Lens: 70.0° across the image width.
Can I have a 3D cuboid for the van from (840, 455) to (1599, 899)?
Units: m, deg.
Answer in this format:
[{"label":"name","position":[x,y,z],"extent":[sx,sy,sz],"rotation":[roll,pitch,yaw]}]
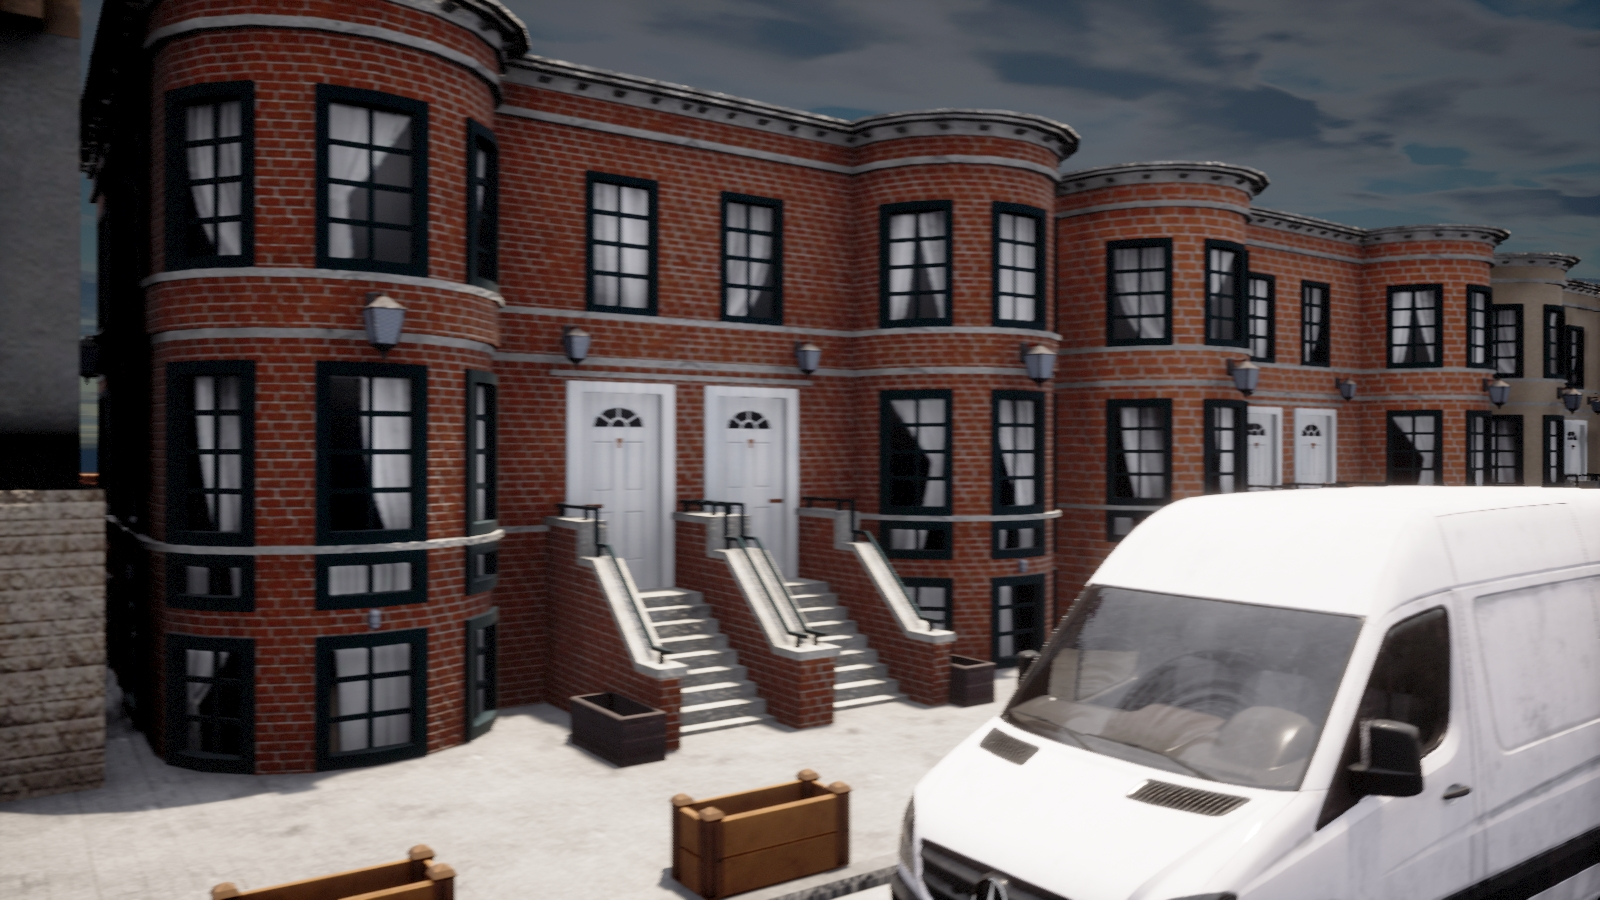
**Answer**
[{"label":"van","position":[3.193,1.317,6.641],"extent":[5.915,2.561,1.988],"rotation":[0,0,-35]}]
